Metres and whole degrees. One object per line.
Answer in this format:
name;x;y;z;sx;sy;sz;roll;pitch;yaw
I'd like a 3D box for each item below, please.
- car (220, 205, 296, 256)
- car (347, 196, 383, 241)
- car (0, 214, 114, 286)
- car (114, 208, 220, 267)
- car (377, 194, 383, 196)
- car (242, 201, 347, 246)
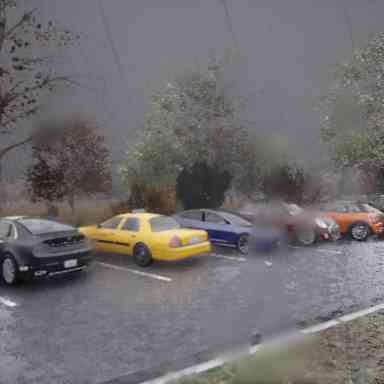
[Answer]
car;1.115;1.371;12.629;4.792;1.488;2.163;0;0;38
car;6.506;1.203;16.004;4.553;1.767;2.185;0;0;38
car;-4.656;1.357;9.033;4.892;1.521;2.231;0;0;38
car;-1.934;1.346;10.950;5.366;1.575;1.946;0;0;38
car;11.501;1.065;19.209;5.566;2.045;2.435;0;0;38
car;3.940;1.209;14.466;4.553;1.767;2.185;0;0;38
